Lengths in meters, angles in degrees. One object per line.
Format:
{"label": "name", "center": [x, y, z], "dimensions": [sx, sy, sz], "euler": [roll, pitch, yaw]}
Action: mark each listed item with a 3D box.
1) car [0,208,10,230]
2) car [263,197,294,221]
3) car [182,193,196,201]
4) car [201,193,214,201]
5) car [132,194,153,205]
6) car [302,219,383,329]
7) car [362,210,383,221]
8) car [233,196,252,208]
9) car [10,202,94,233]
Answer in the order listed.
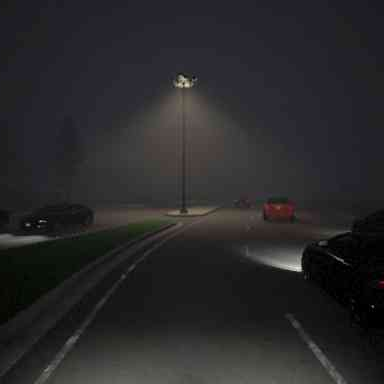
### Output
{"label": "car", "center": [-11.615, 1.345, 16.777], "dimensions": [2.128, 1.511, 4.902], "euler": [0, 1, 19]}
{"label": "car", "center": [6.491, 1.126, 25.309], "dimensions": [2.097, 1.767, 4.553], "euler": [0, 1, 12]}
{"label": "car", "center": [-0.576, 0.963, 63.730], "dimensions": [1.812, 1.442, 4.674], "euler": [0, 0, 13]}
{"label": "car", "center": [3.017, 0.990, 63.743], "dimensions": [2.033, 1.411, 5.357], "euler": [0, 1, 12]}
{"label": "car", "center": [-7.362, 1.040, 49.576], "dimensions": [1.882, 1.535, 5.008], "euler": [0, 0, 13]}
{"label": "car", "center": [3.702, 1.502, 6.792], "dimensions": [1.994, 1.385, 4.181], "euler": [0, 1, 3]}
{"label": "car", "center": [7.629, 1.366, 12.325], "dimensions": [1.882, 1.535, 5.008], "euler": [0, 0, 6]}
{"label": "car", "center": [6.303, 1.160, 41.050], "dimensions": [1.812, 1.442, 4.674], "euler": [0, 1, 12]}
{"label": "car", "center": [-7.355, 1.341, 18.585], "dimensions": [1.837, 1.490, 4.892], "euler": [0, 1, 16]}
